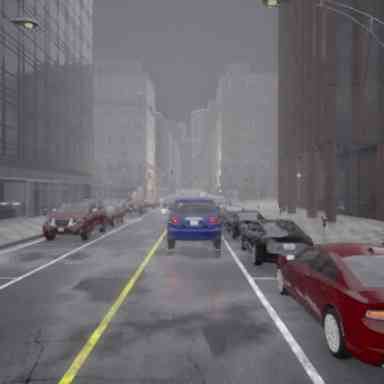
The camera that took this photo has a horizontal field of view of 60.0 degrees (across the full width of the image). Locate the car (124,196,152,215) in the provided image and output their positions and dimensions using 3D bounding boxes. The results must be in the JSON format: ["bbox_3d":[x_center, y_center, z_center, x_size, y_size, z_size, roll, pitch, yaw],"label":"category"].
[{"bbox_3d":[-5.772,1.338,34.093,2.192,1.841,5.009,0,0,0],"label":"car"}]

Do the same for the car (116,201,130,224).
[{"bbox_3d":[-5.770,1.566,22.805,1.887,1.381,4.507,0,0,0],"label":"car"}]

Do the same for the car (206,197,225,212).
[{"bbox_3d":[2.754,1.462,39.735,1.967,1.590,4.097,0,0,0],"label":"car"}]

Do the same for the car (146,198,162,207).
[{"bbox_3d":[-5.772,1.582,51.025,1.947,1.339,4.313,0,0,0],"label":"car"}]

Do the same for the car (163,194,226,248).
[{"bbox_3d":[0.092,1.238,14.975,2.150,2.045,5.566,0,0,0],"label":"car"}]

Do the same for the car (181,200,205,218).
[{"bbox_3d":[0.090,1.514,31.096,2.128,1.511,4.902,0,0,0],"label":"car"}]

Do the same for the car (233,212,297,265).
[{"bbox_3d":[2.756,1.579,11.512,1.947,1.339,4.313,0,0,0],"label":"car"}]

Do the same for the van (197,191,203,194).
[{"bbox_3d":[3.071,1.252,93.784,1.690,1.788,3.998,0,0,0],"label":"van"}]

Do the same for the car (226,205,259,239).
[{"bbox_3d":[2.756,1.583,17.156,1.947,1.339,4.313,0,0,0],"label":"car"}]

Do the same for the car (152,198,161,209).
[{"bbox_3d":[-5.772,1.564,45.381,1.887,1.381,4.507,0,0,0],"label":"car"}]

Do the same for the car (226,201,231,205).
[{"bbox_3d":[2.755,1.571,22.801,2.008,1.369,4.403,0,0,0],"label":"car"}]

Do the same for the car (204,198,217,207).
[{"bbox_3d":[2.753,1.598,51.024,1.802,1.307,4.206,0,0,0],"label":"car"}]

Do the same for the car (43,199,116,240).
[{"bbox_3d":[-5.771,1.333,17.161,2.192,1.841,5.009,0,0,0],"label":"car"}]

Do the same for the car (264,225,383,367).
[{"bbox_3d":[2.757,1.552,5.867,1.887,1.381,4.507,0,0,0],"label":"car"}]
